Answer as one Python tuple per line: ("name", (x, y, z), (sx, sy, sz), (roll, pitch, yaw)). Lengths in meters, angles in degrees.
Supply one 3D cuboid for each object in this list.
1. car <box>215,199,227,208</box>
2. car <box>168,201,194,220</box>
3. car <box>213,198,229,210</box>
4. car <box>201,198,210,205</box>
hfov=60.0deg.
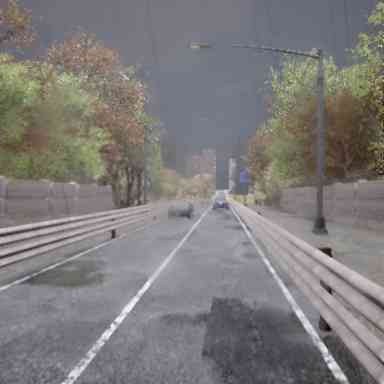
("car", (4.817, 1.862, 55.258), (1.994, 1.385, 4.181), (0, -1, 5))
("car", (-0.878, 1.532, 29.411), (1.882, 1.535, 5.008), (0, 0, 5))
("car", (3.919, 1.533, 45.311), (2.097, 1.767, 4.553), (0, 0, 5))
("car", (2.842, 2.018, 69.515), (2.128, 1.511, 4.902), (0, -1, 5))
